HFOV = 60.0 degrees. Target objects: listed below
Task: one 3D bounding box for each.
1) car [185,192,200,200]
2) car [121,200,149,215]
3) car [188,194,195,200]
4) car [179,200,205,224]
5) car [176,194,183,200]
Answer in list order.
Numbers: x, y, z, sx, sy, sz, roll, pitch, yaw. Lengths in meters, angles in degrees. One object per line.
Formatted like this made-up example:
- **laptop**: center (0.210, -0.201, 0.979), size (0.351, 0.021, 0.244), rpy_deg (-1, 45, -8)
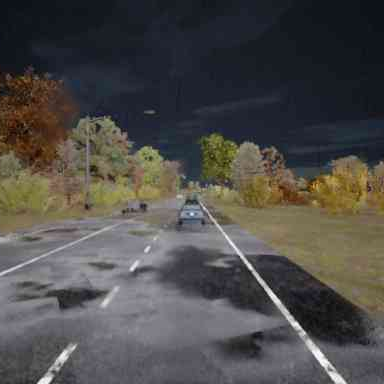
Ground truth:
- **car**: center (-0.047, 1.202, 60.194), size (2.150, 2.045, 5.566), rpy_deg (0, 0, 0)
- **car**: center (-5.858, 1.574, 34.529), size (1.994, 1.385, 4.181), rpy_deg (0, 0, 7)
- **car**: center (-0.074, 1.396, 91.338), size (1.882, 1.535, 5.008), rpy_deg (0, 0, 0)
- **car**: center (-0.019, 1.557, 24.991), size (2.033, 1.411, 5.357), rpy_deg (0, 0, 0)
- **car**: center (-3.576, 1.432, 95.139), size (1.812, 1.442, 4.674), rpy_deg (0, 0, 0)
